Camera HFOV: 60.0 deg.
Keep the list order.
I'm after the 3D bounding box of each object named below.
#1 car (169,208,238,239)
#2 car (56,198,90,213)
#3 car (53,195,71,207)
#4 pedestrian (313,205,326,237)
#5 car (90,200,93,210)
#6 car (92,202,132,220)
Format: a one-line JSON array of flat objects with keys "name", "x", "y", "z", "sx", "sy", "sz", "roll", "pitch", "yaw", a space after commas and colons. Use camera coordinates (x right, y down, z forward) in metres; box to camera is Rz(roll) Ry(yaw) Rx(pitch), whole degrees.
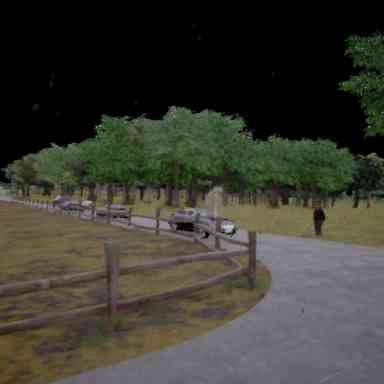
[{"name": "car", "x": 0.506, "y": 1.638, "z": 18.319, "sx": 2.128, "sy": 1.511, "sz": 4.902, "roll": 2, "pitch": -1, "yaw": -33}, {"name": "car", "x": -14.670, "y": 1.777, "z": 40.857, "sx": 2.033, "sy": 1.411, "sz": 5.357, "roll": 2, "pitch": -2, "yaw": -34}, {"name": "car", "x": -22.401, "y": 1.585, "z": 57.513, "sx": 2.150, "sy": 2.045, "sz": 5.566, "roll": 2, "pitch": -1, "yaw": -34}, {"name": "pedestrian", "x": 7.264, "y": 1.610, "z": 19.082, "sx": 0.375, "sy": 1.860, "sz": 0.375, "roll": 2, "pitch": -2, "yaw": -34}, {"name": "car", "x": -14.525, "y": 1.869, "z": 45.855, "sx": 1.812, "sy": 1.442, "sz": 4.674, "roll": 2, "pitch": -2, "yaw": -34}, {"name": "car", "x": -6.911, "y": 1.752, "z": 29.340, "sx": 1.994, "sy": 1.385, "sz": 4.181, "roll": 2, "pitch": -2, "yaw": -35}]
